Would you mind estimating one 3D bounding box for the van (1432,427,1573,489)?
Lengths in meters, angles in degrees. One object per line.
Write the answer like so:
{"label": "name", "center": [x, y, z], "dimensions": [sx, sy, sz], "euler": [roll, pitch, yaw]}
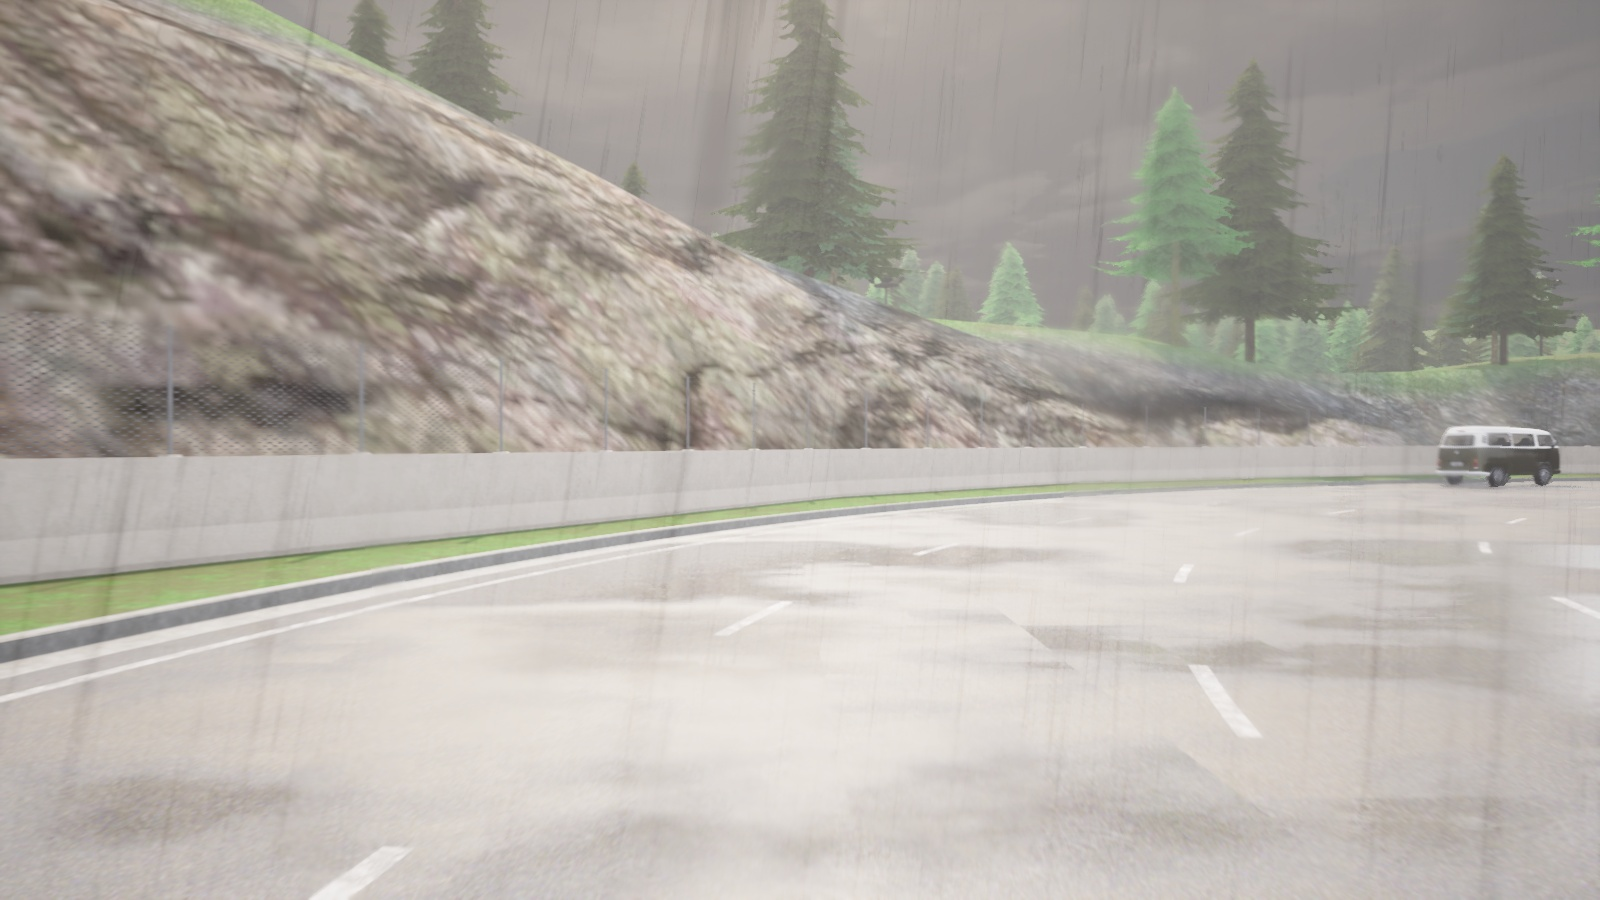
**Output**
{"label": "van", "center": [24.227, 0.261, 43.305], "dimensions": [4.480, 2.038, 2.069], "euler": [0, 0, -26]}
